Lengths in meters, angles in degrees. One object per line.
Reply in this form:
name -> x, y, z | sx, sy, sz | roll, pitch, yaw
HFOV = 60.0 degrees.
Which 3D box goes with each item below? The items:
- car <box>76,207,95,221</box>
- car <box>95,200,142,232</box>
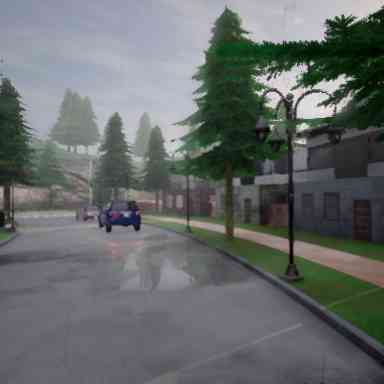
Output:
car -> -9.942, 2.079, 32.397 | 1.895, 1.301, 4.718 | 0, -1, -32
car -> -5.029, 1.547, 22.852 | 2.150, 2.045, 5.566 | 0, -1, -23
